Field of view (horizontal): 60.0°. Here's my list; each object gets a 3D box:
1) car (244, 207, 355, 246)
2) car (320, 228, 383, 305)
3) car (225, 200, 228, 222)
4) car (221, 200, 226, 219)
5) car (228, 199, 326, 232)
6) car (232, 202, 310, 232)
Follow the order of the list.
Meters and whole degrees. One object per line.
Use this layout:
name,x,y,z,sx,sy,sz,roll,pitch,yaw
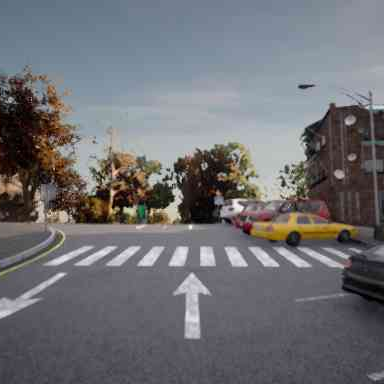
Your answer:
car,5.473,1.670,16.056,5.366,1.575,1.946,1,-1,-20
car,5.316,1.607,6.936,4.674,1.452,2.002,1,-1,-20
car,5.227,1.685,25.080,4.553,1.767,2.185,2,-3,-21
car,5.133,1.710,28.032,5.566,2.045,2.435,3,-6,-20
car,5.256,1.452,19.007,5.566,2.045,2.435,1,0,-21
car,5.215,1.612,22.056,4.553,1.767,2.185,1,-1,-21
